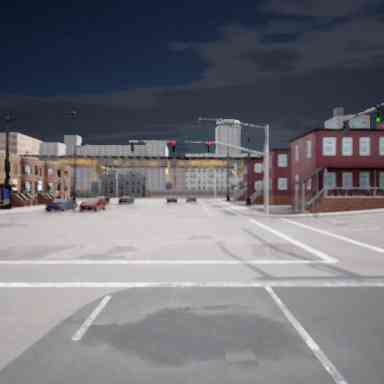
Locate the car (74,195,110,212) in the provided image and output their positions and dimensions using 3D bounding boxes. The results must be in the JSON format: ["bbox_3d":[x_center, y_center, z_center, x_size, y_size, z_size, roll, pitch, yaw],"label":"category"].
[{"bbox_3d":[-10.654,1.322,36.013,1.882,1.535,5.008,0,0,0],"label":"car"}]

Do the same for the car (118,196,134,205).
[{"bbox_3d":[-10.638,1.315,54.132,2.033,1.411,5.357,0,0,1],"label":"car"}]

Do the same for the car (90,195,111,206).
[{"bbox_3d":[-14.151,1.255,51.640,1.882,1.535,5.008,0,0,0],"label":"car"}]

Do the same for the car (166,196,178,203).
[{"bbox_3d":[-3.611,1.340,60.758,1.895,1.301,4.718,0,0,0],"label":"car"}]

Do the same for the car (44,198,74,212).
[{"bbox_3d":[-14.157,1.390,36.434,2.033,1.411,5.357,0,0,0],"label":"car"}]

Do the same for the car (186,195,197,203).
[{"bbox_3d":[-0.111,1.265,60.738,1.812,1.442,4.674,0,0,0],"label":"car"}]
